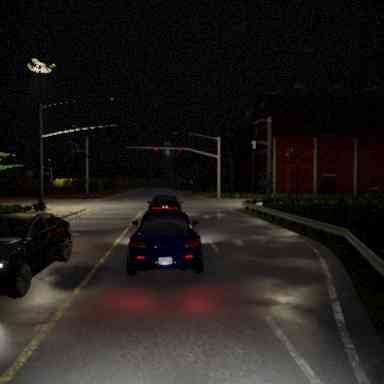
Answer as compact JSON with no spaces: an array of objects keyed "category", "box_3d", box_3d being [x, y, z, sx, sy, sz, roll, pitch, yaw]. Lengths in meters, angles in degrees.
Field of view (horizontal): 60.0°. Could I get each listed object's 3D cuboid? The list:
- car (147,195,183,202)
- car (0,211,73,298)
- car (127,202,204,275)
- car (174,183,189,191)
[{"category":"car","box_3d":[-1.557,0.932,19.213,1.837,1.490,4.892,0,2,-4]},{"category":"car","box_3d":[-4.305,1.255,7.922,2.128,1.511,4.902,0,2,-4]},{"category":"car","box_3d":[-0.746,1.243,9.410,1.812,1.442,4.674,0,2,-4]},{"category":"car","box_3d":[-2.544,-1.322,83.100,3.866,1.878,1.905,-1,6,43]}]
